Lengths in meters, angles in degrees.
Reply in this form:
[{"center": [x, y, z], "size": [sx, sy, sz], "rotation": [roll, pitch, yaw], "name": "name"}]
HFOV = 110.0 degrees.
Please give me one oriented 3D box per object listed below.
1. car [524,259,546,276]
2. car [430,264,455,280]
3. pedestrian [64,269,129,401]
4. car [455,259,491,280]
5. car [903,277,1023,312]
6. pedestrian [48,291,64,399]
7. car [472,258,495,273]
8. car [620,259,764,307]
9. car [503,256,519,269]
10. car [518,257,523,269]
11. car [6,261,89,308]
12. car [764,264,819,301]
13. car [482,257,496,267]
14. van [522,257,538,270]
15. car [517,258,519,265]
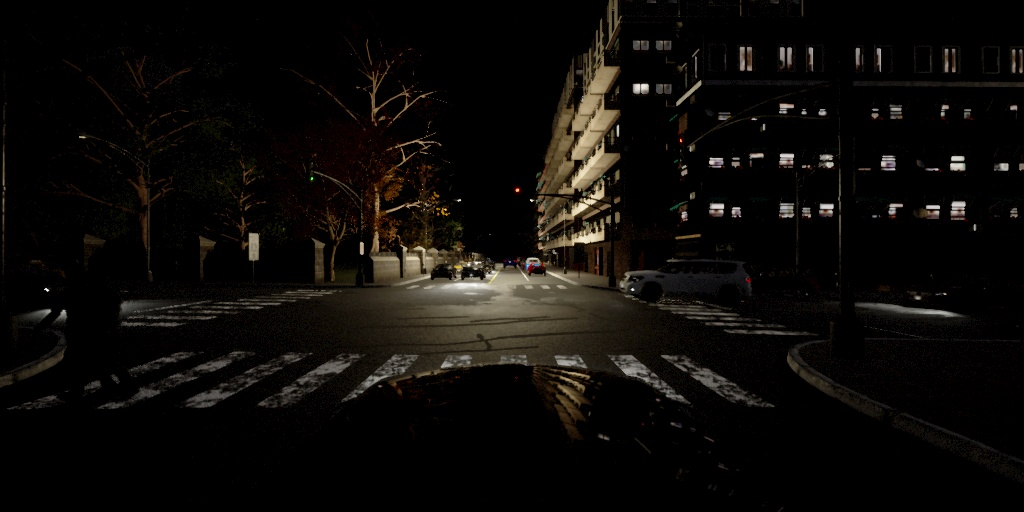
[{"center": [2.491, 1.314, 36.924], "size": [1.888, 1.381, 4.507], "rotation": [0, 0, 0], "name": "car"}, {"center": [-5.857, 1.330, 31.246], "size": [1.948, 1.339, 4.313], "rotation": [0, 0, 0], "name": "car"}, {"center": [-5.641, 1.042, 4.881], "size": [0.375, 1.860, 0.375], "rotation": [0, 0, 0], "name": "pedestrian"}, {"center": [-3.260, 1.256, 31.078], "size": [2.128, 1.511, 4.902], "rotation": [0, 0, 0], "name": "car"}, {"center": [21.031, 1.693, 16.549], "size": [4.674, 1.442, 1.812], "rotation": [1, 0, -1], "name": "car"}, {"center": [-6.257, 1.041, 5.204], "size": [0.375, 1.860, 0.375], "rotation": [0, 0, 0], "name": "pedestrian"}, {"center": [-3.320, 1.279, 41.376], "size": [1.837, 1.490, 4.892], "rotation": [0, 0, 0], "name": "car"}, {"center": [7.992, 1.128, 16.712], "size": [5.566, 2.045, 2.150], "rotation": [2, 0, 4], "name": "car"}, {"center": [-0.331, 1.021, 59.609], "size": [2.150, 2.045, 5.566], "rotation": [0, 0, 0], "name": "car"}, {"center": [2.394, 1.230, 53.815], "size": [1.967, 1.591, 4.097], "rotation": [0, 0, 0], "name": "car"}, {"center": [-18.229, 0.997, 12.743], "size": [5.357, 1.411, 2.033], "rotation": [1, 0, -1], "name": "car"}, {"center": [13.353, 1.353, 19.016], "size": [5.009, 1.841, 2.192], "rotation": [0, 0, -1], "name": "car"}, {"center": [-3.373, 1.279, 51.788], "size": [2.128, 1.511, 4.902], "rotation": [0, 0, 0], "name": "car"}, {"center": [2.459, 1.116, 42.555], "size": [1.690, 1.789, 3.998], "rotation": [0, 0, 0], "name": "van"}, {"center": [2.361, 1.349, 59.445], "size": [2.007, 1.370, 4.403], "rotation": [0, 0, 0], "name": "car"}]
